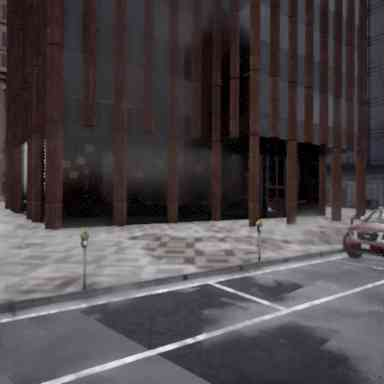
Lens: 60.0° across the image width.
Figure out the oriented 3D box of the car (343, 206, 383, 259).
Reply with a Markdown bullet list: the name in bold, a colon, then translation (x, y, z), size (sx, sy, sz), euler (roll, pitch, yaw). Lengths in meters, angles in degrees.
- **car**: translation (7.576, 1.438, 12.058), size (5.009, 1.841, 2.192), euler (1, 0, -36)
